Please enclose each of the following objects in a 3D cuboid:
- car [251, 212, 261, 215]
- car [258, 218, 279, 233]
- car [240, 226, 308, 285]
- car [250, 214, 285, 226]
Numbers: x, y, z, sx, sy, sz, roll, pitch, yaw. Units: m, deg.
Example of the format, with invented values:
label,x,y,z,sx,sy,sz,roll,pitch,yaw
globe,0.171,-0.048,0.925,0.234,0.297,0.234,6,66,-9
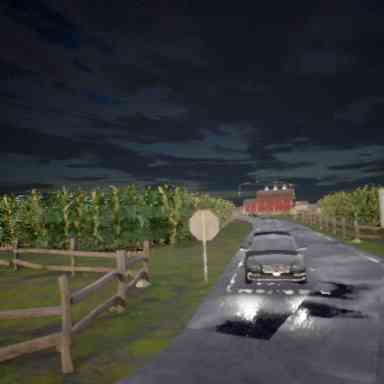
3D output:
label,x,y,z,sx,sy,sz,roll,pitch,yaw
car,18.023,6.444,90.412,1.812,1.442,4.674,-2,-3,1
car,8.040,3.518,35.034,1.895,1.301,4.718,-3,-4,12
car,2.857,2.177,11.716,1.837,1.490,4.892,-3,-4,12
car,5.431,2.651,23.446,2.097,1.767,4.553,-3,-4,12
